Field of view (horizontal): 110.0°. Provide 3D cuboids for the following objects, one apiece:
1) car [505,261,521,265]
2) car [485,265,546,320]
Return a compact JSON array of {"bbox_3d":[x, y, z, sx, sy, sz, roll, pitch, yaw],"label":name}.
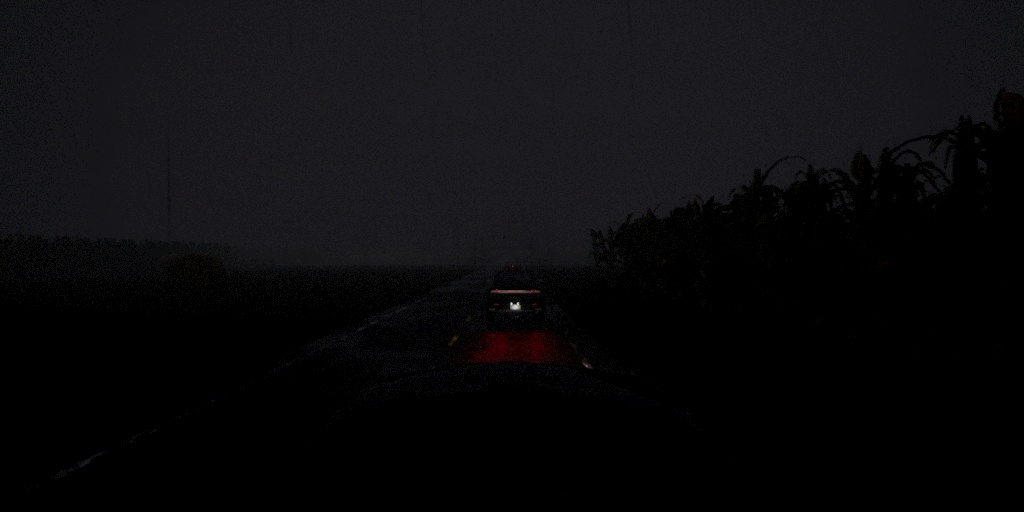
[{"bbox_3d":[0.094,1.215,33.339,1.882,1.535,5.008,0,0,0],"label":"car"},{"bbox_3d":[0.097,1.239,12.608,2.128,1.511,4.902,0,0,0],"label":"car"}]
